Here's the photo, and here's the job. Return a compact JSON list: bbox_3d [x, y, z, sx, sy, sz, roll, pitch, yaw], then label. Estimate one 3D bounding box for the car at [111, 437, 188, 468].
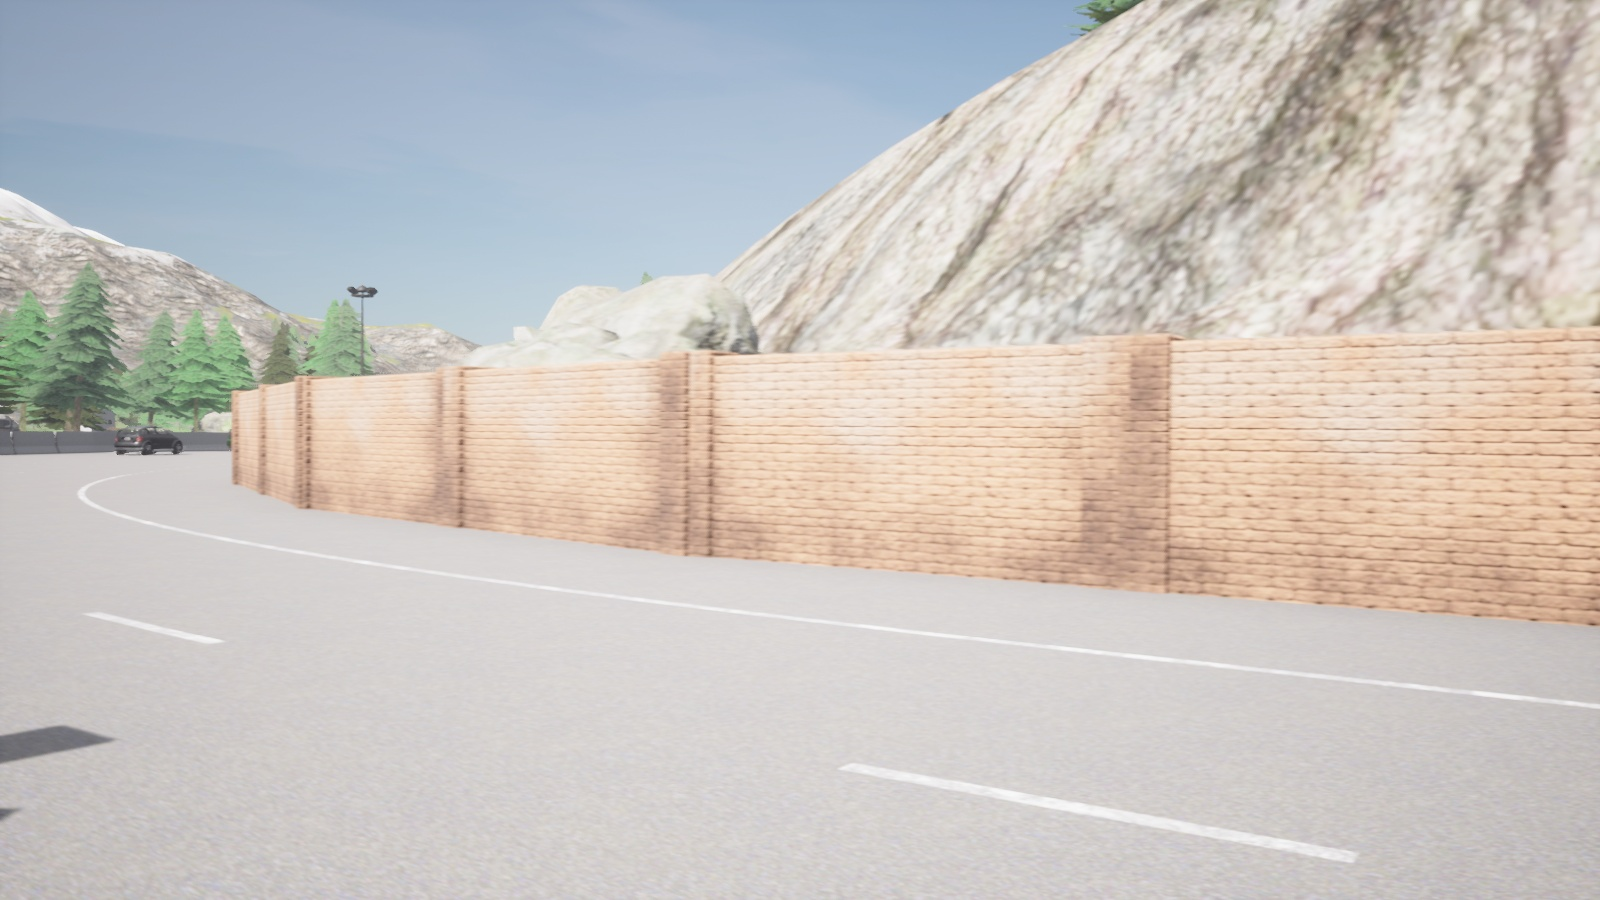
[{"bbox_3d":[-34.583,0.123,66.860,1.789,1.549,3.705,0,1,8],"label":"car"}]
